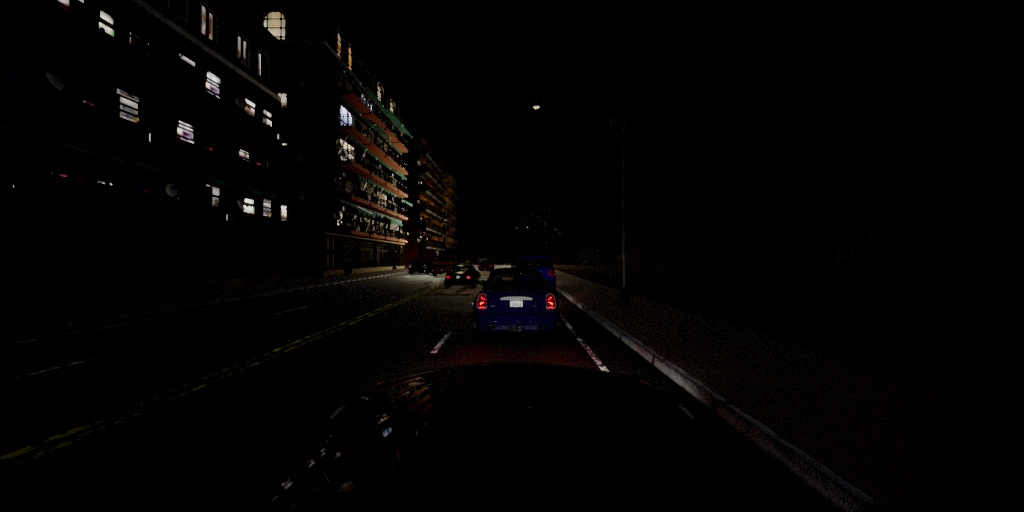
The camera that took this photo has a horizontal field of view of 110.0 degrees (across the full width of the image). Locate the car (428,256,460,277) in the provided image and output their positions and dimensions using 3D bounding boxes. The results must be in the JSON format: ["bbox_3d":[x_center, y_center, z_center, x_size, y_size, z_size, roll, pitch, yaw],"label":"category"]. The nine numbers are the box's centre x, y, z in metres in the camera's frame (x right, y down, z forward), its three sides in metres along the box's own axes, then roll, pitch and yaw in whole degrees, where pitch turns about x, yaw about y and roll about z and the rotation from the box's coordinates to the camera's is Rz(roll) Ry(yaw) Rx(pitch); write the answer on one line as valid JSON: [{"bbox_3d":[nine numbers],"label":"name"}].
[{"bbox_3d":[-6.597,0.975,36.514,2.150,2.045,5.566,0,0,0],"label":"car"}]

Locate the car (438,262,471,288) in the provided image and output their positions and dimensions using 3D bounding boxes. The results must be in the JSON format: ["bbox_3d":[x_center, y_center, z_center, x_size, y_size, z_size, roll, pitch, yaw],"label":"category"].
[{"bbox_3d":[-3.147,1.301,23.468,2.033,1.411,5.357,0,0,0],"label":"car"}]

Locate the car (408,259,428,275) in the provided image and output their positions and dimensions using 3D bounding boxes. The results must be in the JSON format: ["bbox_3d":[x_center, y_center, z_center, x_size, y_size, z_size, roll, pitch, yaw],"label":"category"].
[{"bbox_3d":[-9.848,1.106,39.192,2.097,1.767,4.553,0,0,0],"label":"car"}]

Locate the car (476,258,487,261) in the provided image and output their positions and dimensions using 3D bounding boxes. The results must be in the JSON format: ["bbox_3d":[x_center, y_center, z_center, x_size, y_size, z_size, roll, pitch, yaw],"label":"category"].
[{"bbox_3d":[-3.145,1.280,44.196,1.812,1.442,4.674,0,0,0],"label":"car"}]

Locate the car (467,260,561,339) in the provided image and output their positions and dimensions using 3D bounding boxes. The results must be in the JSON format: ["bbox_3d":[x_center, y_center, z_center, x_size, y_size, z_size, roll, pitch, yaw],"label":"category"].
[{"bbox_3d":[0.099,1.104,10.243,2.097,1.767,4.553,0,0,0],"label":"car"}]

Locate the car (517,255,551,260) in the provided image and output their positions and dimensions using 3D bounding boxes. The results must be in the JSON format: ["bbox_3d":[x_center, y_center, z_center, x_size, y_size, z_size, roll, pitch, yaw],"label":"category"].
[{"bbox_3d":[1.139,0.978,19.818,2.150,2.045,5.566,0,0,0],"label":"car"}]
